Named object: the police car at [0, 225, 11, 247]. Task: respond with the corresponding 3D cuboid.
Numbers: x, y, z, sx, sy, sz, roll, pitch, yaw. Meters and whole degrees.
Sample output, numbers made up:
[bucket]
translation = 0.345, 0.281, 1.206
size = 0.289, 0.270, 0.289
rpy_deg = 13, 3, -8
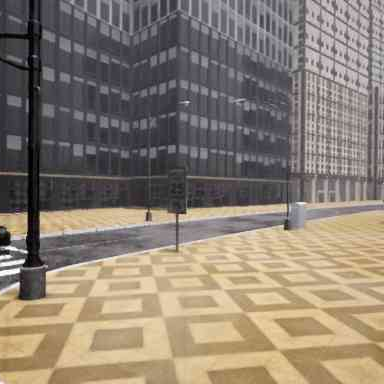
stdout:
[police car]
translation = -8.730, 1.482, 10.625
size = 2.038, 1.542, 4.974
rpy_deg = 1, 1, 37
